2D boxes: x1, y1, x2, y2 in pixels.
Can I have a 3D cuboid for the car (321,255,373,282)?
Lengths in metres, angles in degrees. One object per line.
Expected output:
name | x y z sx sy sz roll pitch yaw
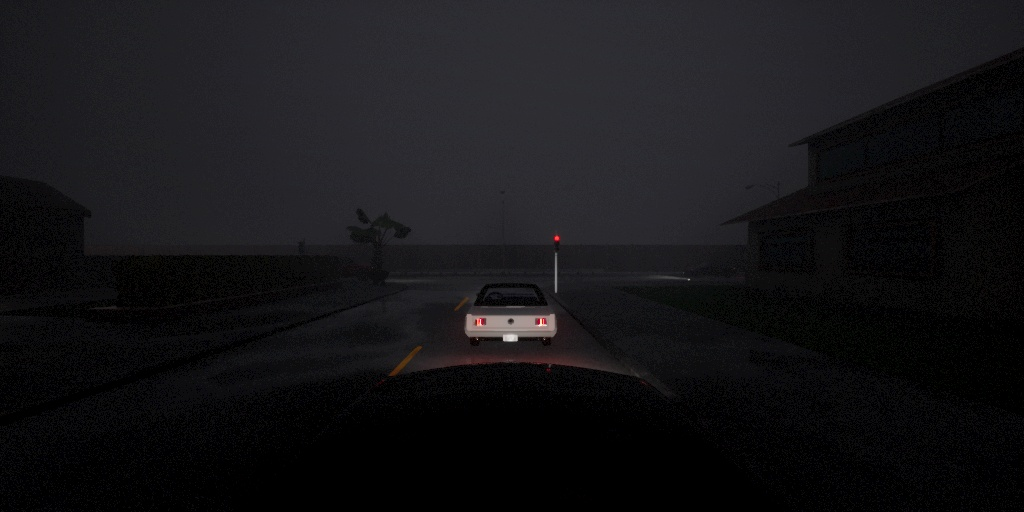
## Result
car | -13.337 0.971 28.788 5.566 2.045 2.150 0 0 -1

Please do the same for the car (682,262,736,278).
car | 18.248 1.276 33.291 4.674 1.442 1.812 0 0 -1

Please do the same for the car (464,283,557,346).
car | -0.026 1.351 9.400 1.895 1.301 4.718 0 0 0
